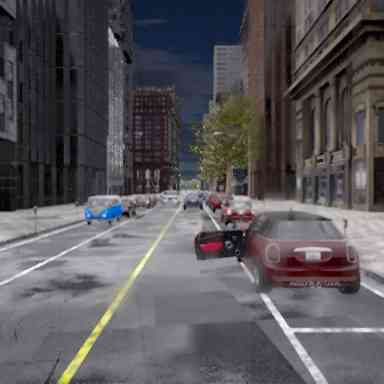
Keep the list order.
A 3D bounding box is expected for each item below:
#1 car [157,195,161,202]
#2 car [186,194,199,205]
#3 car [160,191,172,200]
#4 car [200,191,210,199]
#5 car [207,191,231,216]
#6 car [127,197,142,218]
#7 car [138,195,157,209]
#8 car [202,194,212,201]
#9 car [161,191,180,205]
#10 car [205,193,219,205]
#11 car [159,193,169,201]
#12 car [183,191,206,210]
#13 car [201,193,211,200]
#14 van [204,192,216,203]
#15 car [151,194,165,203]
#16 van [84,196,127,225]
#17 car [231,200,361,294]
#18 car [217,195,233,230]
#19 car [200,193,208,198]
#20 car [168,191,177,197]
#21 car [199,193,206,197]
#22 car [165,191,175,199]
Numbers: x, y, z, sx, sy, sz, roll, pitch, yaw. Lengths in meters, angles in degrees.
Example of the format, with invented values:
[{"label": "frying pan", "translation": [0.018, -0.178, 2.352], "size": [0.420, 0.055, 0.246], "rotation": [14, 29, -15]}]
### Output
[{"label": "car", "translation": [-5.596, 1.151, 44.021], "size": [1.887, 1.381, 4.507], "rotation": [0, 0, 0]}, {"label": "car", "translation": [0.094, 1.049, 48.423], "size": [1.882, 1.535, 5.008], "rotation": [0, 0, 0]}, {"label": "car", "translation": [-5.551, 0.717, 72.212], "size": [2.192, 1.841, 5.009], "rotation": [0, 0, 0]}, {"label": "car", "translation": [2.983, 0.684, 77.828], "size": [2.192, 1.841, 5.009], "rotation": [0, 0, 0]}, {"label": "car", "translation": [2.911, 1.009, 32.714], "size": [2.192, 1.841, 5.009], "rotation": [0, 0, 0]}, {"label": "car", "translation": [-5.623, 1.307, 27.105], "size": [1.947, 1.339, 4.313], "rotation": [0, 1, 0]}, {"label": "car", "translation": [-5.605, 1.091, 38.381], "size": [1.967, 1.590, 4.097], "rotation": [0, 0, 0]}, {"label": "car", "translation": [2.965, 1.018, 66.552], "size": [1.802, 1.307, 4.206], "rotation": [0, 0, 0]}, {"label": "car", "translation": [-2.923, 0.843, 47.170], "size": [2.150, 2.045, 5.566], "rotation": [0, 0, 0]}, {"label": "car", "translation": [2.939, 1.002, 49.632], "size": [1.967, 1.590, 4.097], "rotation": [0, 0, 0]}, {"label": "car", "translation": [-5.560, 0.963, 66.406], "size": [1.752, 1.417, 4.829], "rotation": [0, 0, 0]}, {"label": "car", "translation": [0.137, 1.010, 37.330], "size": [2.097, 1.767, 4.553], "rotation": [0, 0, 0]}, {"label": "car", "translation": [2.974, 0.967, 72.190], "size": [1.947, 1.339, 4.313], "rotation": [0, 0, 0]}, {"label": "van", "translation": [2.948, 0.859, 55.271], "size": [1.690, 1.788, 3.998], "rotation": [0, 0, 0]}, {"label": "car", "translation": [-5.577, 1.101, 55.299], "size": [1.802, 1.307, 4.206], "rotation": [0, 0, 0]}, {"label": "van", "translation": [-5.631, 1.131, 21.464], "size": [1.690, 1.788, 3.998], "rotation": [0, 1, 0]}, {"label": "car", "translation": [2.403, 1.261, 8.709], "size": [2.097, 1.767, 4.553], "rotation": [0, 1, 0]}, {"label": "car", "translation": [2.894, 1.229, 21.435], "size": [1.967, 1.590, 4.097], "rotation": [0, 1, 0]}, {"label": "car", "translation": [2.993, 0.881, 83.469], "size": [1.887, 1.381, 4.507], "rotation": [0, 0, 0]}, {"label": "car", "translation": [-5.514, 0.589, 94.767], "size": [2.192, 1.841, 5.009], "rotation": [0, 0, 0]}, {"label": "car", "translation": [3.011, 0.838, 94.748], "size": [1.947, 1.339, 4.313], "rotation": [0, 0, 0]}, {"label": "car", "translation": [-5.533, 0.653, 83.490], "size": [2.192, 1.841, 5.009], "rotation": [0, 0, 0]}]
